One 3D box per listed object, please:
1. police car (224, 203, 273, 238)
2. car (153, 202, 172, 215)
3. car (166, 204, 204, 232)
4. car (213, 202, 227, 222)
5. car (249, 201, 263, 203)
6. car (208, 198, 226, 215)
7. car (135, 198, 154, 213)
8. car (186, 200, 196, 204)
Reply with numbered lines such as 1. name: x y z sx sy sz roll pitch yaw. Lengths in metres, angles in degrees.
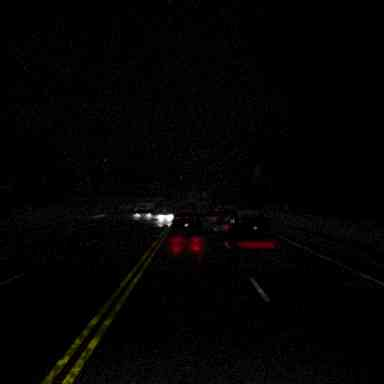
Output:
1. police car: 3.242 1.680 19.635 1.930 1.638 5.238 0 -1 0
2. car: -3.336 2.118 43.129 2.128 1.511 4.902 0 -1 0
3. car: -0.266 1.782 22.113 2.128 1.511 4.902 0 -1 1
4. car: 3.238 1.921 30.531 1.837 1.490 4.892 0 -1 0
5. car: 12.512 2.431 63.177 5.357 1.411 2.033 0 1 4
6. car: 3.234 1.820 41.573 2.150 2.045 5.566 0 -1 0
7. car: -6.563 1.911 46.751 2.150 2.045 5.566 0 -1 1
8. car: -0.181 2.296 66.723 1.812 1.442 4.674 0 1 -1
